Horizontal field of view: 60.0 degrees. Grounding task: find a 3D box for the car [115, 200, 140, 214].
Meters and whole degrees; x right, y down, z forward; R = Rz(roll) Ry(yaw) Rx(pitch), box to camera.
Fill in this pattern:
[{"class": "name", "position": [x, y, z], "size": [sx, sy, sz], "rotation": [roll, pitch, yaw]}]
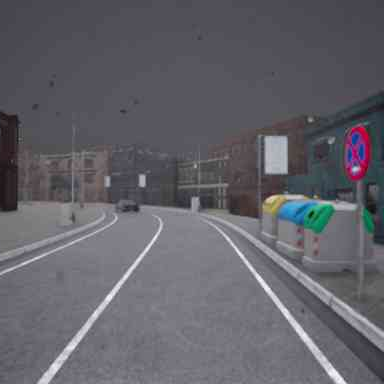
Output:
[{"class": "car", "position": [-6.880, 1.569, 35.325], "size": [1.895, 1.301, 4.718], "rotation": [0, 0, -22]}]
